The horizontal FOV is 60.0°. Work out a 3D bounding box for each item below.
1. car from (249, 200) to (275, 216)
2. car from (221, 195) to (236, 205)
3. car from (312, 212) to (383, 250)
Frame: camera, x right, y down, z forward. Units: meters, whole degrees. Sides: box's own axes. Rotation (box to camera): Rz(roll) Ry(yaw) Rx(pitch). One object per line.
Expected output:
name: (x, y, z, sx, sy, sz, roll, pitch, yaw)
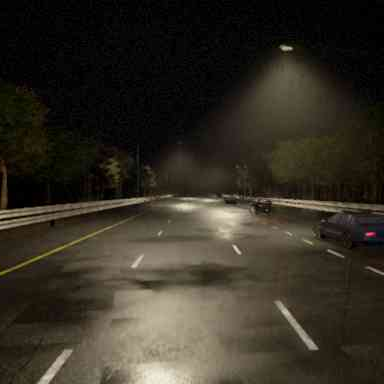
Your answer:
car: (7.000, 1.505, 33.386, 2.128, 1.511, 4.902, 0, 0, 0)
car: (7.061, 1.619, 62.489, 1.994, 1.385, 4.181, 0, 0, 0)
car: (6.999, 1.551, 14.362, 2.033, 1.411, 5.357, 0, 0, 0)
